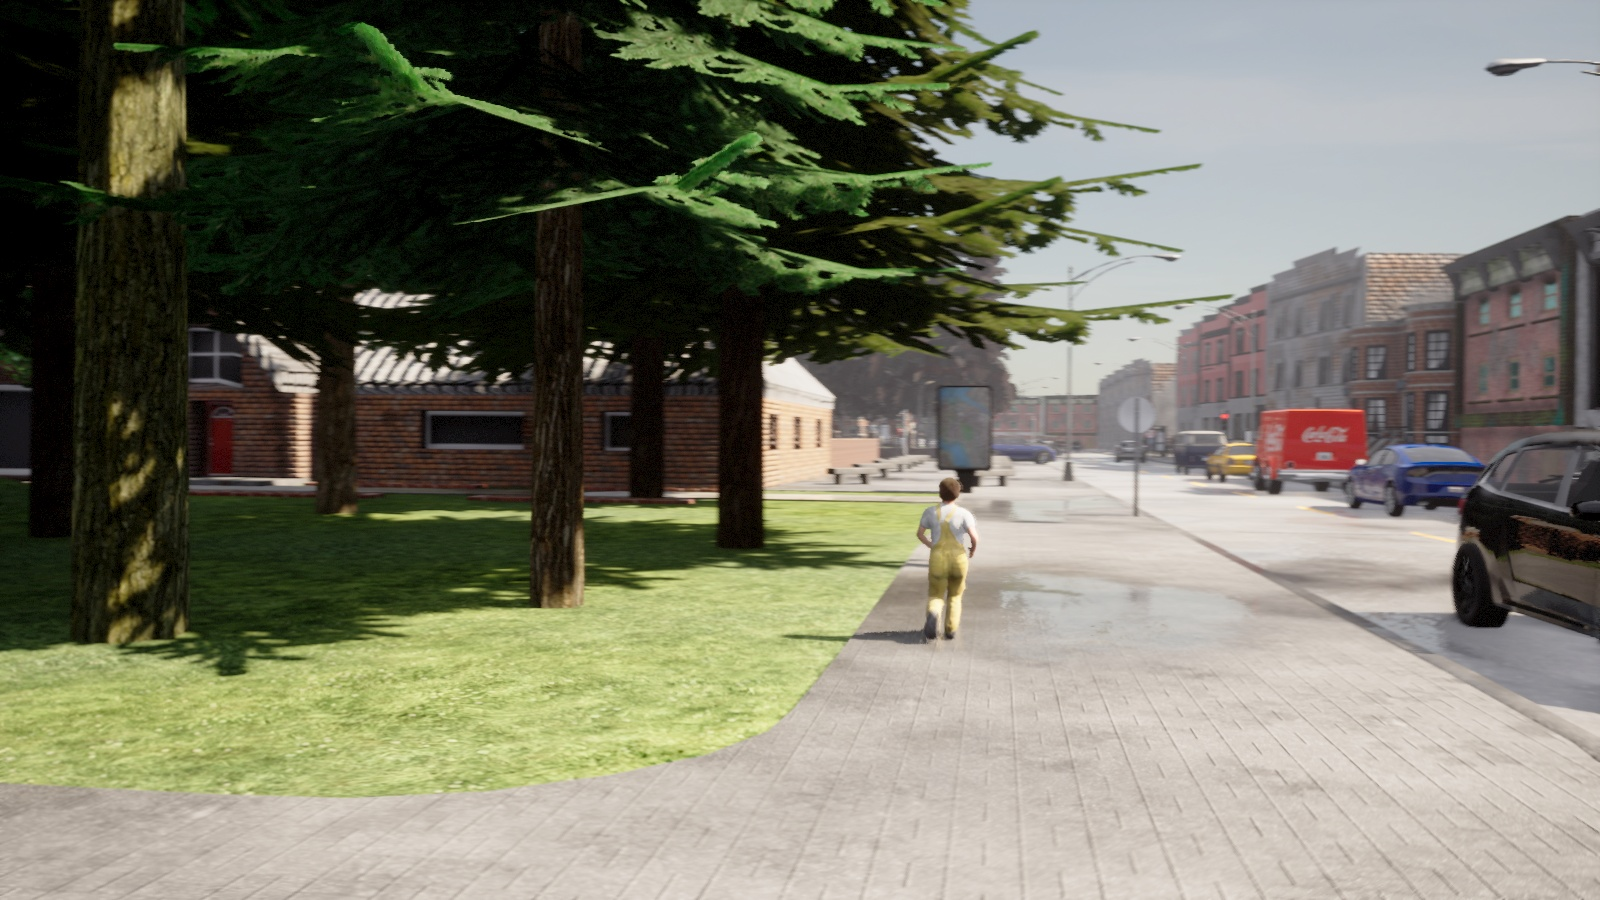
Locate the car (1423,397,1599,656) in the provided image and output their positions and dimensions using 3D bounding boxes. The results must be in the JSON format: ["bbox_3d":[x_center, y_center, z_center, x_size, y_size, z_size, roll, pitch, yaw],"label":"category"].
[{"bbox_3d":[6.420,0.469,8.946,2.242,1.667,4.611,-1,1,9],"label":"car"}]

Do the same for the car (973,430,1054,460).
[{"bbox_3d":[12.870,-0.305,75.870,4.553,1.767,2.097,-1,1,1],"label":"car"}]

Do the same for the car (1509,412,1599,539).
[{"bbox_3d":[11.685,0.319,16.884,2.242,1.667,4.611,-1,0,9],"label":"car"}]

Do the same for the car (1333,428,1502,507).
[{"bbox_3d":[13.295,0.322,27.387,1.882,1.535,5.008,-1,1,9],"label":"car"}]

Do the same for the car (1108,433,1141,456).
[{"bbox_3d":[21.806,-0.399,84.391,1.970,1.475,3.806,-1,1,17],"label":"car"}]

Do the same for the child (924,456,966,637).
[{"bbox_3d":[1.052,0.681,9.062,0.270,1.263,0.437,-1,1,9],"label":"child"}]

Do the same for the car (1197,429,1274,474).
[{"bbox_3d":[16.372,0.032,47.462,1.801,1.575,5.366,-1,1,9],"label":"car"}]

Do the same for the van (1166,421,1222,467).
[{"bbox_3d":[17.799,-0.271,56.898,1.775,1.987,4.442,-1,1,9],"label":"van"}]

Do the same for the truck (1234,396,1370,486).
[{"bbox_3d":[14.850,-0.272,37.543,2.627,2.467,5.204,-1,0,9],"label":"truck"}]
